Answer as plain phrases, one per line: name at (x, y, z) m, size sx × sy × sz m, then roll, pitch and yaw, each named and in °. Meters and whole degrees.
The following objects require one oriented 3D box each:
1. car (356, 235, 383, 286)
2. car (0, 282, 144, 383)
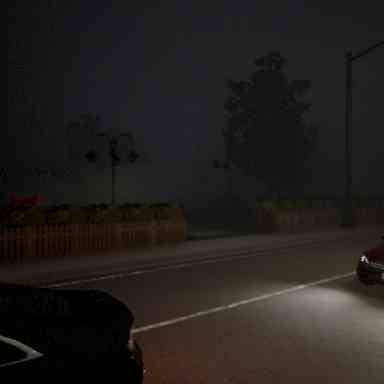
car at (6.005, 1.523, 8.261) m, size 4.674 × 1.442 × 1.812 m, roll 0°, pitch 0°, yaw -35°
car at (-2.677, 1.490, 2.083) m, size 4.902 × 1.511 × 2.128 m, roll 0°, pitch 0°, yaw -35°
